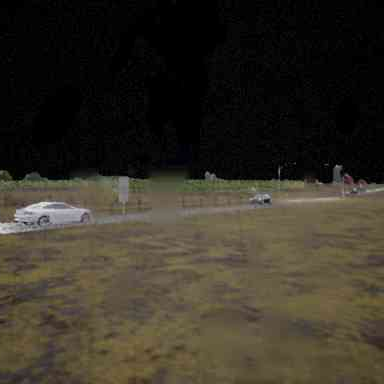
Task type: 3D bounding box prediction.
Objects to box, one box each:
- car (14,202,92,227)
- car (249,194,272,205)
[{"bbox_3d":[-8.429,1.326,20.567,1.812,1.442,4.674,-1,-1,35],"label":"car"},{"bbox_3d":[10.744,1.076,52.229,2.097,1.767,4.553,-1,0,35],"label":"car"}]
